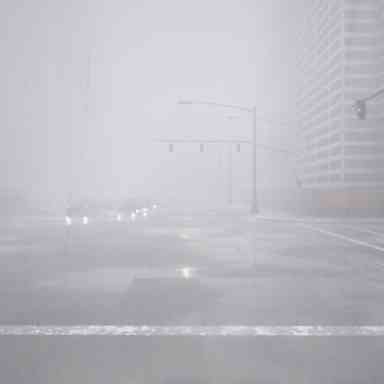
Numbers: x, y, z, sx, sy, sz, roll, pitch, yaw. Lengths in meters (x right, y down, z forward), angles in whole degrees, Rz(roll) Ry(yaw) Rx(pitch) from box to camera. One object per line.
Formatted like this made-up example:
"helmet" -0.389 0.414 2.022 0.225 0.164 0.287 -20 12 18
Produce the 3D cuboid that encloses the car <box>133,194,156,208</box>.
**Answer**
"car" -7.001 1.473 48.181 2.128 1.511 4.902 0 0 0

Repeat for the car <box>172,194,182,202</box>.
"car" -3.352 1.327 74.372 2.128 1.511 4.902 0 0 0

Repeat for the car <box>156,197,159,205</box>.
"car" -6.963 1.579 58.505 1.895 1.301 4.718 0 0 0

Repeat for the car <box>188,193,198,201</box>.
"car" 0.148 1.157 74.335 2.097 1.767 4.553 0 0 0

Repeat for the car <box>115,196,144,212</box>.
"car" -7.024 1.490 37.830 1.837 1.490 4.892 0 0 0

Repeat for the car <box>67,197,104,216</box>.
"car" -10.572 1.340 32.716 2.097 1.767 4.553 0 0 1

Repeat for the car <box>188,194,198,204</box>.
"car" 0.127 1.523 64.080 2.033 1.411 5.357 0 0 0

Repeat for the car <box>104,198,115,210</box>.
"car" -10.514 1.462 41.848 1.882 1.535 5.008 0 0 0

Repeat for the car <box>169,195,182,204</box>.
"car" -3.373 1.468 64.087 2.128 1.511 4.902 0 0 0
